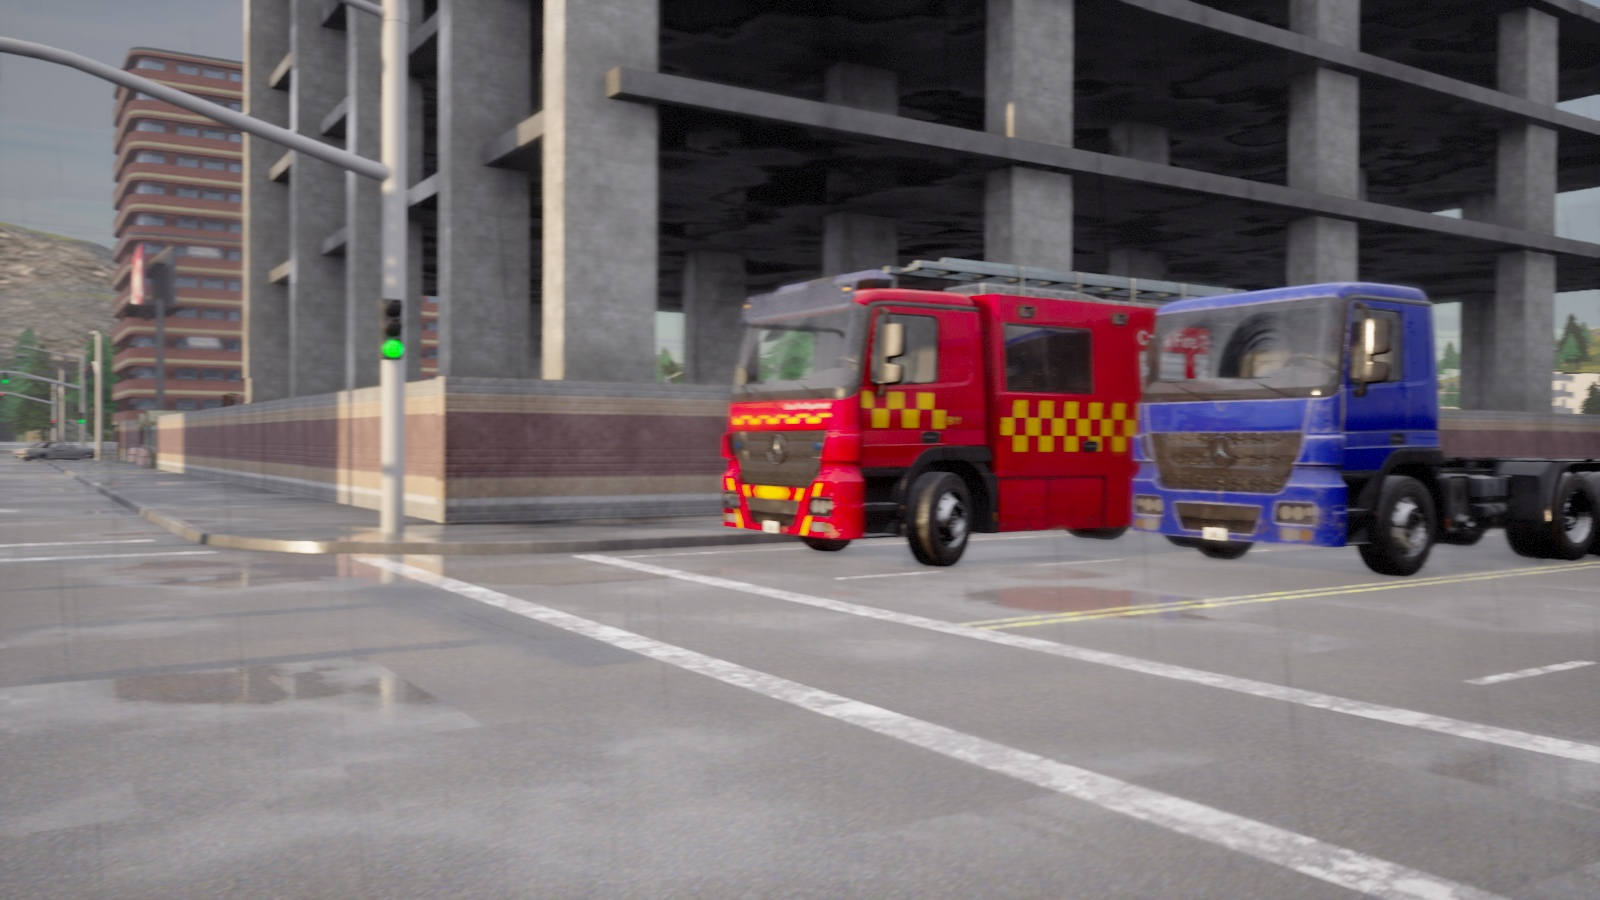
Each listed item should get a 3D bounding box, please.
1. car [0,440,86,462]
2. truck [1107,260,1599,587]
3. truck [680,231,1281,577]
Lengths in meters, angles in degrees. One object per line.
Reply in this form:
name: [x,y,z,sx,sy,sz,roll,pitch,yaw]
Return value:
car: [-48.154,0.045,79.526,1.895,1.301,4.718,1,0,33]
truck: [7.950,-0.285,16.689,7.936,3.462,2.891,0,0,-34]
truck: [2.784,-0.506,17.450,8.468,3.827,2.891,0,0,-34]
